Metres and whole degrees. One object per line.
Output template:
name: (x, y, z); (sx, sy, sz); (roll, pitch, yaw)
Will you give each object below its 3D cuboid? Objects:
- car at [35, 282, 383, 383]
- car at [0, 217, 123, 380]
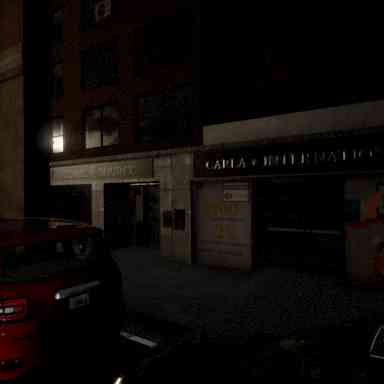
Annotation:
car: (1.248, 1.551, 1.965); (4.403, 1.369, 2.008); (0, -1, 35)
car: (-3.214, 1.318, 5.148); (5.009, 1.841, 2.192); (0, -1, 35)
